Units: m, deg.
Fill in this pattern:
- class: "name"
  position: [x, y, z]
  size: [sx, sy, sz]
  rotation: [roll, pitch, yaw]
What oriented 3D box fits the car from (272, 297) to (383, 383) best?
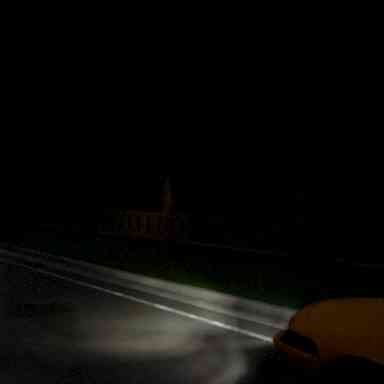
- class: "car"
  position: [3.394, 1.503, 2.779]
  size: [5.366, 1.575, 1.801]
  rotation: [0, -1, 39]
